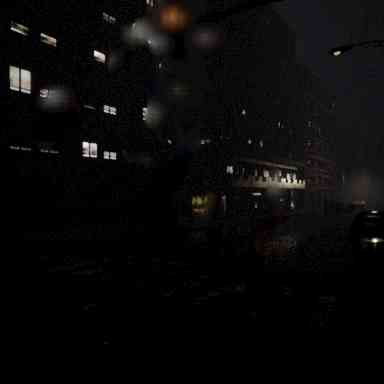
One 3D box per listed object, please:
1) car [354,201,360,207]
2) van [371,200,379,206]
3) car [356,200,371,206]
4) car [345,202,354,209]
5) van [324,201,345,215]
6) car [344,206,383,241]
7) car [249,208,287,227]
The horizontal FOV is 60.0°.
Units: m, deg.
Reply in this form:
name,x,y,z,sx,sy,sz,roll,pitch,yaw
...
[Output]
name,x,y,z,sx,sy,sz,roll,pitch,yaw
car,25.985,2.552,55.183,1.887,1.381,4.507,-2,-2,35
van,45.531,2.880,82.880,1.690,1.788,3.998,-2,-2,35
car,32.511,2.499,64.411,2.192,1.841,5.009,-2,-2,35
car,22.720,2.359,50.575,1.967,1.590,4.097,-2,-2,35
van,19.455,2.172,45.966,1.690,1.788,3.998,-2,-2,35
car,9.923,1.749,18.109,1.967,1.590,4.097,-2,-2,35
car,6.302,2.000,27.379,1.752,1.417,4.829,-2,-2,35
